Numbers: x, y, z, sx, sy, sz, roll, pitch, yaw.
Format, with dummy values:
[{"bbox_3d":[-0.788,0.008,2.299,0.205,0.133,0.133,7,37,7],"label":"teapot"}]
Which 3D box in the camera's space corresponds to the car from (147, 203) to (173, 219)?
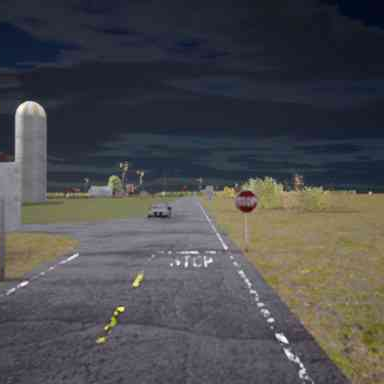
[{"bbox_3d":[-2.748,1.629,28.997,1.994,1.385,4.181,0,0,0],"label":"car"}]
